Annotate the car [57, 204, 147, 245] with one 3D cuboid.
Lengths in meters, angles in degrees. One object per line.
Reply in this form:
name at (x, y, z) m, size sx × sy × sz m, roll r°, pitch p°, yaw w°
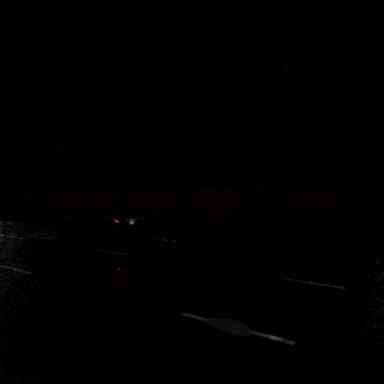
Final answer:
car at (-4.341, 1.356, 15.686) m, size 4.553 × 1.767 × 2.097 m, roll 0°, pitch 0°, yaw 35°
